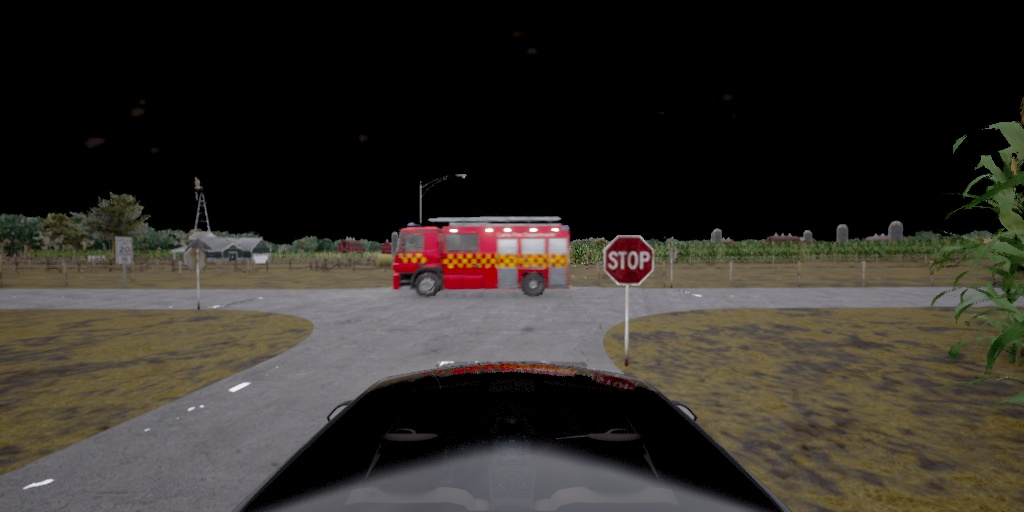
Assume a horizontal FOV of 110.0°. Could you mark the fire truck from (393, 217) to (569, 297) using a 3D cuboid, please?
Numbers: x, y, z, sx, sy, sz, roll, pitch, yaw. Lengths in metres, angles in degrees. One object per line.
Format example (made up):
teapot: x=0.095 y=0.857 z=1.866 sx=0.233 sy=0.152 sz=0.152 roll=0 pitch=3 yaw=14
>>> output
fire truck: x=-1.415 y=0.036 z=18.168 sx=8.468 sy=3.827 sz=2.891 roll=0 pitch=0 yaw=0
